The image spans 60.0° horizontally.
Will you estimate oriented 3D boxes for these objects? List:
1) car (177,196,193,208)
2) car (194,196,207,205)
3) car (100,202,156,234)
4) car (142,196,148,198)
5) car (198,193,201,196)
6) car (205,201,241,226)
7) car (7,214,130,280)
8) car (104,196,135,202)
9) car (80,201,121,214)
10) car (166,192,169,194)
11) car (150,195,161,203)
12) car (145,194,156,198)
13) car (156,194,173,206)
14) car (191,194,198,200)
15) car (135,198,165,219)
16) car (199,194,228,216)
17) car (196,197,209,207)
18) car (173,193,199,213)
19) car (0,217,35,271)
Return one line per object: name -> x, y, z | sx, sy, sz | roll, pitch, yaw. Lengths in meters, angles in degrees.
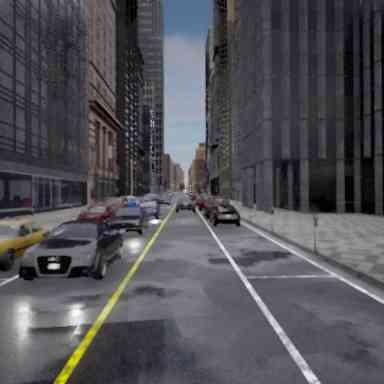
car -> -0.968, 1.402, 47.807 | 2.128, 1.511, 4.902 | 0, 0, -1
car -> 1.417, 1.415, 56.343 | 1.887, 1.381, 4.507 | 0, 0, -1
car -> -3.508, 1.538, 19.219 | 2.033, 1.411, 5.357 | 0, 0, -2
car -> -6.723, 1.511, 39.283 | 2.008, 1.369, 4.403 | 0, 0, -1
car -> 1.802, 1.237, 39.473 | 2.192, 1.841, 5.009 | 0, 0, -1
car -> 2.185, 1.525, 22.604 | 1.947, 1.339, 4.313 | 0, 0, -1
car -> -3.297, 1.568, 9.858 | 1.994, 1.385, 4.181 | 0, 0, -1
car -> -6.466, 1.302, 28.035 | 2.192, 1.841, 5.009 | 0, 0, -1
car -> -6.339, 1.542, 22.412 | 1.887, 1.381, 4.507 | 0, 0, -1
car -> -7.875, 1.337, 89.892 | 1.887, 1.381, 4.507 | 0, 0, -1
car -> -7.363, 1.423, 67.399 | 2.008, 1.369, 4.403 | 0, 0, -1
car -> -6.978, 1.367, 50.529 | 1.967, 1.590, 4.097 | 0, 0, -1
car -> -4.149, 1.465, 51.470 | 2.033, 1.411, 5.357 | 0, 0, -1
car -> 0.648, 1.305, 90.081 | 2.008, 1.369, 4.403 | 0, 0, -1
car -> -3.707, 1.498, 29.103 | 1.812, 1.442, 4.674 | 0, 0, -1
car -> 2.058, 1.263, 28.227 | 2.192, 1.841, 5.009 | 0, 0, -1
car -> 1.545, 1.470, 50.720 | 1.802, 1.307, 4.206 | 0, 0, -1
car -> -0.703, 1.293, 36.180 | 2.097, 1.767, 4.553 | 0, 0, -2
car -> -6.079, 1.540, 10.995 | 1.752, 1.417, 4.829 | 0, 0, -1
